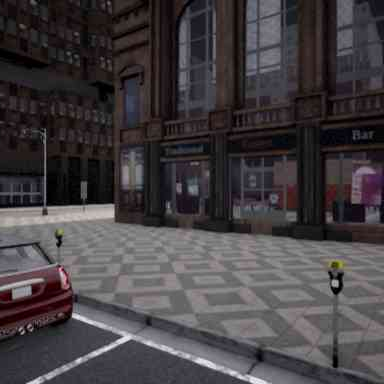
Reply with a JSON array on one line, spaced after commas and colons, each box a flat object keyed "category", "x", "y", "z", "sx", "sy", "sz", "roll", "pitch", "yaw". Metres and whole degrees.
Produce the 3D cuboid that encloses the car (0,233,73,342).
[{"category": "car", "x": -3.962, "y": 1.429, "z": 5.791, "sx": 4.097, "sy": 1.590, "sz": 1.967, "roll": 0, "pitch": 0, "yaw": 36}]
